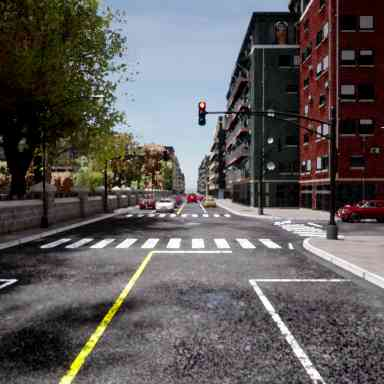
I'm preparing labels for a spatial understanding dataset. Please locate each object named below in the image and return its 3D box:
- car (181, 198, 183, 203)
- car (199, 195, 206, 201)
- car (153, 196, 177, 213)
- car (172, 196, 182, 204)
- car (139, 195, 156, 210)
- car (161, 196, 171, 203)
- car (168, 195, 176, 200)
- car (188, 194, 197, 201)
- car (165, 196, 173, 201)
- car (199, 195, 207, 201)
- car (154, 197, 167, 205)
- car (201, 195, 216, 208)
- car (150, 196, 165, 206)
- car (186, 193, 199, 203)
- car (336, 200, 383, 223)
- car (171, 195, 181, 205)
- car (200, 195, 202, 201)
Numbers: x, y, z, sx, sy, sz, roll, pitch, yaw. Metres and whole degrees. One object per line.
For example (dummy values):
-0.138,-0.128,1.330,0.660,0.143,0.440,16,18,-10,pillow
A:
-3.037,1.496,57.565,1.882,1.535,5.008,0,0,1,car
2.736,1.592,88.214,1.887,1.381,4.507,0,0,0,car
-3.047,1.532,38.038,1.812,1.442,4.674,0,0,0,car
-2.962,1.553,67.690,1.812,1.442,4.674,0,0,0,car
-5.669,1.324,43.937,2.192,1.841,5.009,0,0,0,car
-5.654,1.612,71.612,1.802,1.307,4.206,0,0,0,car
-5.642,1.579,93.583,1.752,1.417,4.829,0,0,0,car
0.044,1.305,79.641,2.097,1.767,4.553,0,0,0,car
-5.647,1.623,82.683,1.802,1.307,4.206,0,0,0,car
2.733,1.586,82.679,1.887,1.381,4.507,0,0,0,car
-5.660,1.566,60.542,1.887,1.381,4.507,0,0,0,car
2.715,1.538,49.638,1.752,1.417,4.829,0,0,0,car
-5.663,1.457,55.007,1.967,1.590,4.097,0,0,0,car
0.039,1.250,69.281,2.150,2.045,5.566,0,0,0,car
14.631,1.591,27.353,5.009,1.841,2.192,1,-1,0,car
-3.067,1.559,47.673,2.033,1.411,5.357,0,0,0,car
2.718,1.561,55.003,1.887,1.381,4.507,0,0,0,car
